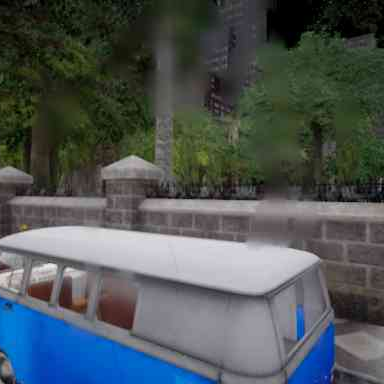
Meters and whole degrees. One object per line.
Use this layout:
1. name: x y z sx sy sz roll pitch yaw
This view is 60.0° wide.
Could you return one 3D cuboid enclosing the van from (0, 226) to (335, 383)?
1. van: -0.647 1.336 3.427 3.998 1.788 1.690 0 0 36
